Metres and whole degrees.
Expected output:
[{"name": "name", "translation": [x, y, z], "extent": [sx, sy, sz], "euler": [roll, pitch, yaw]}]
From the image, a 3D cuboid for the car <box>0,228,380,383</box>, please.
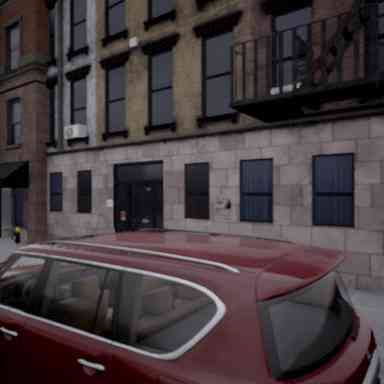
[{"name": "car", "translation": [-0.849, 1.324, 3.413], "extent": [5.009, 1.841, 2.192], "euler": [0, 0, 36]}]
